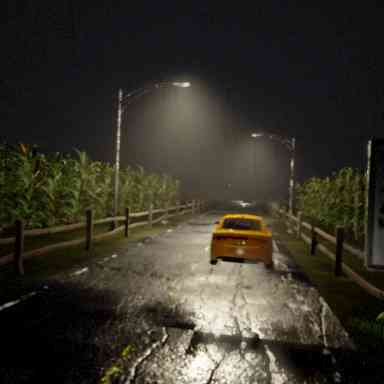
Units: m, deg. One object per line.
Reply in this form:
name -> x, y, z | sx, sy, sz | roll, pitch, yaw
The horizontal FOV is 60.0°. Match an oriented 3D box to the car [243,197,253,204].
car -> 13.347, 1.881, 79.173 | 2.097, 1.767, 4.553 | 3, 0, 10

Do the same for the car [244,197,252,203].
car -> 15.023, 2.078, 88.977 | 1.882, 1.535, 5.008 | 3, 0, 10

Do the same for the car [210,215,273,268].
car -> 1.778, 1.534, 11.754 | 1.882, 1.535, 5.008 | 3, 0, 10
